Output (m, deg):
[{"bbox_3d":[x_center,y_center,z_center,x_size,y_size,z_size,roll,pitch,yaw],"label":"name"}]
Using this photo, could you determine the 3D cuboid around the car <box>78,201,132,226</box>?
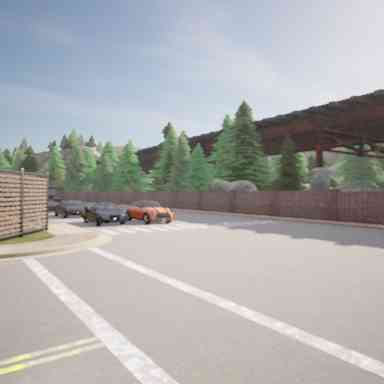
[{"bbox_3d":[-6.369,1.627,24.039,1.994,1.385,4.181,1,0,-36],"label":"car"}]

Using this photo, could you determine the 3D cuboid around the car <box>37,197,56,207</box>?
[{"bbox_3d":[-23.650,1.641,53.921,1.812,1.442,4.674,1,0,-36],"label":"car"}]

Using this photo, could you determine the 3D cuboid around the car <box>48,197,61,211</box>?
[{"bbox_3d":[-16.802,1.415,38.387,2.097,1.767,4.553,1,0,-36],"label":"car"}]

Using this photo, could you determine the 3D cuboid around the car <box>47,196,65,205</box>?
[{"bbox_3d":[-25.782,1.591,62.968,1.882,1.535,5.008,1,0,-36],"label":"car"}]

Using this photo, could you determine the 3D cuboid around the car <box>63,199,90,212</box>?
[{"bbox_3d":[-14.195,1.651,40.767,1.994,1.385,4.181,1,0,-36],"label":"car"}]

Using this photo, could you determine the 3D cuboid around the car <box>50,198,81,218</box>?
[{"bbox_3d":[-11.406,1.568,30.970,1.837,1.490,4.892,1,0,-36],"label":"car"}]

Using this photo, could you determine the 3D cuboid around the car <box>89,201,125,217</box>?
[{"bbox_3d":[-8.399,1.652,32.788,1.994,1.385,4.181,1,0,-36],"label":"car"}]

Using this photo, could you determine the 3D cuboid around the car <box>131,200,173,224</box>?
[{"bbox_3d":[-3.338,1.440,25.824,2.097,1.767,4.553,1,0,-36],"label":"car"}]
